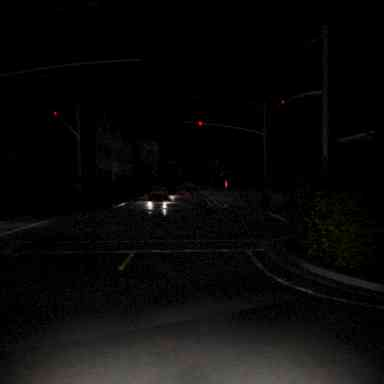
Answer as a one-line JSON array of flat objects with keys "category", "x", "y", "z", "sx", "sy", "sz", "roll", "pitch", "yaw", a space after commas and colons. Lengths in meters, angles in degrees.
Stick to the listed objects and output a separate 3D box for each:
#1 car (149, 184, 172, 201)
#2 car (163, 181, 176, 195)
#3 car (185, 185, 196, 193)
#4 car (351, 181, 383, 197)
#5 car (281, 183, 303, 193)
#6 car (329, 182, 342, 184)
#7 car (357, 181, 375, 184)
[{"category": "car", "x": -3.720, "y": 0.147, "z": 37.792, "sx": 1.882, "sy": 1.535, "sz": 5.008, "roll": -1, "pitch": 2, "yaw": 0}, {"category": "car", "x": -3.746, "y": -0.631, "z": 52.774, "sx": 2.150, "sy": 2.045, "sz": 5.566, "roll": -1, "pitch": 3, "yaw": 0}, {"category": "car", "x": -0.177, "y": -0.567, "z": 58.719, "sx": 1.812, "sy": 1.442, "sz": 4.674, "roll": -1, "pitch": 2, "yaw": 0}, {"category": "car", "x": 22.256, "y": -0.468, "z": 42.123, "sx": 1.932, "sy": 1.855, "sz": 4.605, "roll": -1, "pitch": 2, "yaw": 0}, {"category": "car", "x": 15.263, "y": -0.538, "z": 52.100, "sx": 2.007, "sy": 1.523, "sz": 4.514, "roll": -1, "pitch": 2, "yaw": 0}, {"category": "car", "x": 25.301, "y": -1.045, "z": 59.514, "sx": 2.152, "sy": 1.636, "sz": 5.027, "roll": -1, "pitch": 2, "yaw": 0}, {"category": "car", "x": 19.012, "y": -0.181, "z": 34.242, "sx": 1.905, "sy": 1.878, "sz": 3.866, "roll": -1, "pitch": 2, "yaw": 0}]
